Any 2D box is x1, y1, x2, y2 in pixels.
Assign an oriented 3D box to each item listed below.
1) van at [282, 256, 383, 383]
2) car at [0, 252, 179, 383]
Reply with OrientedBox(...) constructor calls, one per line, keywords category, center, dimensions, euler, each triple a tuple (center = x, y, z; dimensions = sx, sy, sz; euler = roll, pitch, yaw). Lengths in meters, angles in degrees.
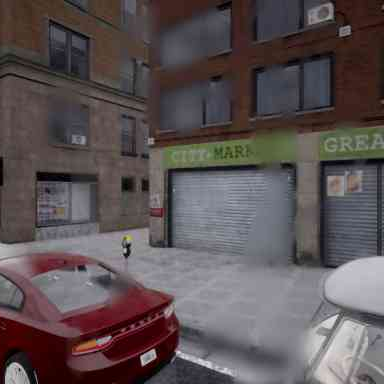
OrientedBox(category="van", center=(2.353, 1.341, 1.400), dimensions=(3.998, 1.788, 1.690), euler=(0, 0, 35))
OrientedBox(category="car", center=(-2.259, 1.544, 4.682), dimensions=(4.507, 1.381, 1.887), euler=(0, 0, 35))
